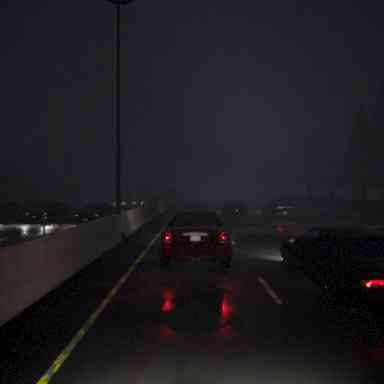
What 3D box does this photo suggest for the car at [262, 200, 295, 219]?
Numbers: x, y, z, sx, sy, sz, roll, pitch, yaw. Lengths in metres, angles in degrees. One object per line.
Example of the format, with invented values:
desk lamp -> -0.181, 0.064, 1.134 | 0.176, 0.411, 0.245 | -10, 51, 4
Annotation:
car -> 7.122, 1.398, 27.753 | 2.128, 1.511, 4.902 | 0, 0, 0

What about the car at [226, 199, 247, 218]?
car -> 3.625, 1.378, 29.317 | 1.882, 1.535, 5.008 | 0, 0, 0

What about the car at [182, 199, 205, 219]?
car -> 0.112, 1.427, 28.789 | 1.812, 1.442, 4.674 | 0, 0, 0

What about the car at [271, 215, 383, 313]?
car -> 3.601, 1.521, 7.861 | 2.033, 1.411, 5.357 | 0, 0, 0

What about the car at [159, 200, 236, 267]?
car -> 0.104, 1.313, 11.455 | 2.097, 1.767, 4.553 | 0, 0, 0

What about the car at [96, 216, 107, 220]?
car -> -7.078, 1.460, 24.885 | 2.033, 1.411, 5.357 | 0, 0, 0
